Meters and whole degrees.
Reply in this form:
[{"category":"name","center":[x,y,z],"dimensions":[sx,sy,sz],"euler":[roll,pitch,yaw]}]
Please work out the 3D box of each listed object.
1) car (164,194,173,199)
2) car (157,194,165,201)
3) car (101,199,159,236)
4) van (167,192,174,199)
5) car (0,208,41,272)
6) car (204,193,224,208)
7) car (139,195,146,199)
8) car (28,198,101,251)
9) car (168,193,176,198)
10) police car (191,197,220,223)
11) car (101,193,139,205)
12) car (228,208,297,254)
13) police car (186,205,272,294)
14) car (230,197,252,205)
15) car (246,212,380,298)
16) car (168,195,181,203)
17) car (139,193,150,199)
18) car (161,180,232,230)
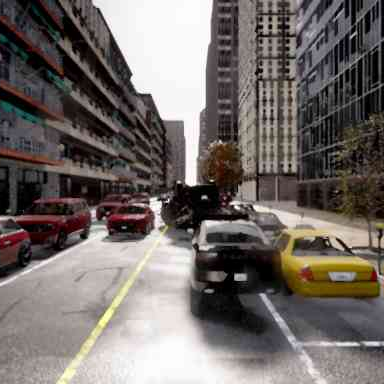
[{"category":"car","center":[-5.684,1.069,81.726],"dimensions":[1.947,1.339,4.313],"euler":[0,0,0]},{"category":"car","center":[-5.685,1.147,64.736],"dimensions":[1.947,1.339,4.313],"euler":[0,0,0]},{"category":"car","center":[-3.099,1.341,17.721],"dimensions":[1.882,1.535,5.008],"euler":[0,0,0]},{"category":"van","center":[-5.684,0.823,87.389],"dimensions":[1.690,1.788,3.998],"euler":[0,0,0]},{"category":"car","center":[-5.684,1.376,8.104],"dimensions":[1.967,1.590,4.097],"euler":[0,0,0]},{"category":"car","center":[2.696,1.014,42.081],"dimensions":[2.192,1.841,5.009],"euler":[0,0,0]},{"category":"car","center":[-5.685,1.297,30.588],"dimensions":[1.752,1.417,4.829],"euler":[0,0,0]},{"category":"car","center":[-5.683,1.208,13.767],"dimensions":[2.192,1.841,5.009],"euler":[0,0,0]},{"category":"car","center":[-5.684,1.014,93.052],"dimensions":[2.008,1.369,4.403],"euler":[0,0,0]},{"category":"police car","center":[0.901,1.238,24.741],"dimensions":[1.930,1.638,5.238],"euler":[0,0,0]},{"category":"car","center":[-5.683,1.125,25.092],"dimensions":[2.192,1.841,5.009],"euler":[0,0,0]},{"category":"car","center":[2.695,1.459,13.768],"dimensions":[1.947,1.339,4.313],"euler":[0,0,0]},{"category":"police car","center":[0.900,1.356,8.742],"dimensions":[1.930,1.638,5.238],"euler":[0,0,0]},{"category":"car","center":[2.696,1.291,19.430],"dimensions":[1.967,1.590,4.097],"euler":[0,0,0]},{"category":"car","center":[2.695,1.459,8.274],"dimensions":[1.752,1.417,4.829],"euler":[0,0,0]},{"category":"car","center":[-3.055,1.209,58.905],"dimensions":[1.895,1.301,4.718],"euler":[0,0,1]},{"category":"car","center":[-5.683,1.049,36.420],"dimensions":[2.192,1.841,5.009],"euler":[0,0,0]},{"category":"car","center":[-0.159,1.054,18.682],"dimensions":[2.150,2.045,5.566],"euler":[-3,-18,-19]}]
